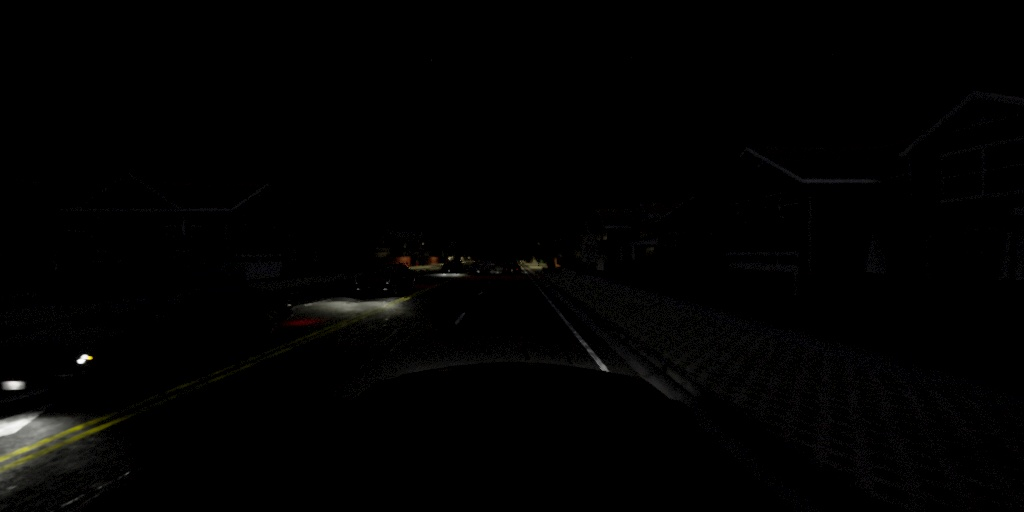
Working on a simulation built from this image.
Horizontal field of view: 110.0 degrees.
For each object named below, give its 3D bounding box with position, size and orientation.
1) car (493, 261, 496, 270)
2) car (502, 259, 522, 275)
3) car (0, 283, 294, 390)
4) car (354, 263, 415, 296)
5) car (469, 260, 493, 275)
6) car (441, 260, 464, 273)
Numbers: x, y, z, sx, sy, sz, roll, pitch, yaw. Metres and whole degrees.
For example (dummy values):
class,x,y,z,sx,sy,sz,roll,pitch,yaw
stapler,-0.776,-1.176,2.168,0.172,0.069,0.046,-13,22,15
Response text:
class,x,y,z,sx,sy,sz,roll,pitch,yaw
car,-3.243,1.172,48.895,1.994,1.385,4.181,0,0,1
car,-0.009,1.155,36.707,1.812,1.442,4.674,0,0,0
car,-6.627,1.273,7.277,2.033,1.411,5.357,0,0,-4
car,-6.602,1.158,19.081,1.882,1.535,5.008,0,0,0
car,-3.258,1.228,36.856,1.895,1.301,4.718,0,0,0
car,-6.530,1.165,39.974,2.033,1.411,5.357,0,0,0
